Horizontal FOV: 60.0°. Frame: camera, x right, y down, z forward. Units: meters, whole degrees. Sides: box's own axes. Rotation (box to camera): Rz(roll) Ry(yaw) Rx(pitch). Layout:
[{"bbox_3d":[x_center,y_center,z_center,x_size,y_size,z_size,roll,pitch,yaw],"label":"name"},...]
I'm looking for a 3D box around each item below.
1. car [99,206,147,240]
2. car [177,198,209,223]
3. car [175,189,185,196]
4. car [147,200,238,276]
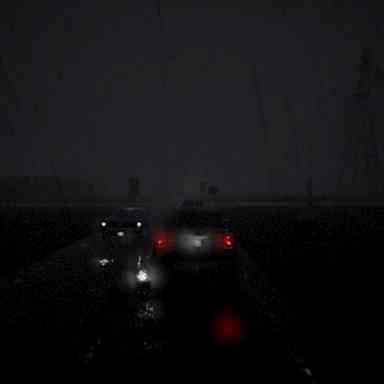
[{"bbox_3d":[-2.862,1.349,15.617,1.895,1.301,4.718,0,1,0],"label":"car"},{"bbox_3d":[0.050,1.197,22.793,1.994,1.385,4.181,0,1,0],"label":"car"},{"bbox_3d":[-2.852,0.159,80.538,1.837,1.490,4.892,0,1,0],"label":"car"},{"bbox_3d":[0.075,1.191,9.916,2.097,1.767,4.553,0,1,0],"label":"car"}]
